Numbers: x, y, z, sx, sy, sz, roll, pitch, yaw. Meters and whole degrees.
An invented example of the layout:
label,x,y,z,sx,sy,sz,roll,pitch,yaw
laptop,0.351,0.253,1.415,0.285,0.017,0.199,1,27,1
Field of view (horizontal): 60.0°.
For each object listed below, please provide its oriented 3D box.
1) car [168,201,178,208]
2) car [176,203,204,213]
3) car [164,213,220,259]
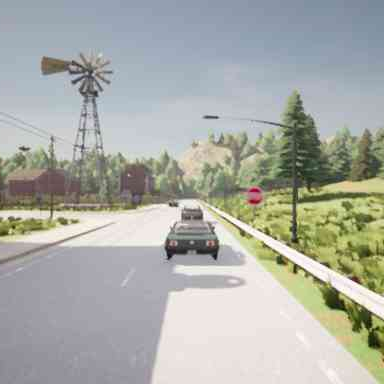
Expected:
label,x,y,z,sx,sy,sz,roll,pitch,yaw
car,-3.513,2.301,63.037,1.895,1.301,4.718,0,-1,0
car,-0.015,1.808,28.344,2.128,1.511,4.902,0,-1,-1
car,0.015,1.749,13.211,1.895,1.301,4.718,0,-1,0
